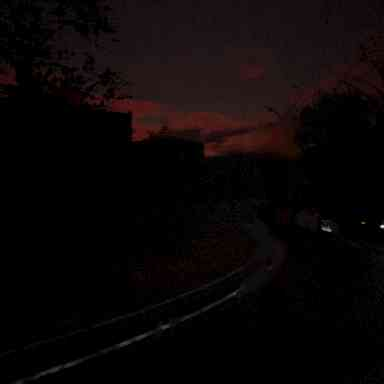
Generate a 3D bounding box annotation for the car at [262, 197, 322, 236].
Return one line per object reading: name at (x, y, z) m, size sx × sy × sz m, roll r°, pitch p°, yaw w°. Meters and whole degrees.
car at (5.501, 1.391, 18.847) m, size 2.097 × 1.767 × 4.553 m, roll -1°, pitch 0°, yaw -2°

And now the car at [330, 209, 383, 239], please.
car at (8.769, 1.560, 17.201) m, size 1.994 × 1.385 × 4.181 m, roll 0°, pitch 0°, yaw 2°

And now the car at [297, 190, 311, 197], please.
car at (28.427, 0.508, 85.862) m, size 1.837 × 1.490 × 4.892 m, roll -1°, pitch 1°, yaw 32°

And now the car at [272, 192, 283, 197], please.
car at (20.681, 0.776, 79.701) m, size 1.882 × 1.535 × 5.008 m, roll -1°, pitch 1°, yaw 32°
